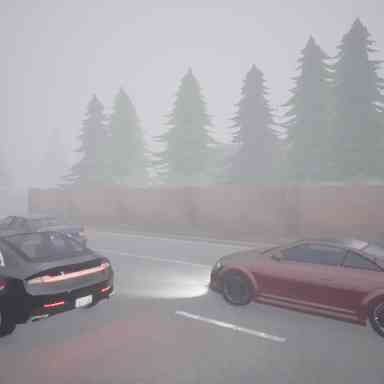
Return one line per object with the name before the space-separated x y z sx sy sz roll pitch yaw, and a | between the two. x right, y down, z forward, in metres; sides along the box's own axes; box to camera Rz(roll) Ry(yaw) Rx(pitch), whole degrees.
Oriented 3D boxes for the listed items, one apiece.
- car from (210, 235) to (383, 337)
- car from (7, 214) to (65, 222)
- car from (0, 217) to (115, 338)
car | 2.436 1.564 6.549 4.181 1.385 1.994 0 0 36
car | -6.325 1.547 12.840 5.357 1.411 2.033 0 0 36
car | -3.656 1.491 6.617 4.902 1.511 2.128 0 0 36
